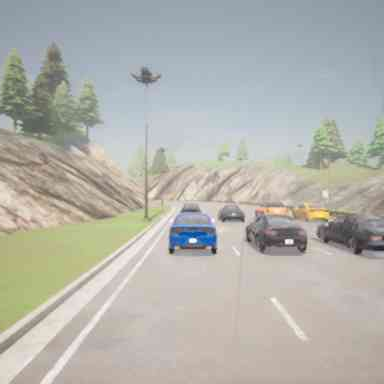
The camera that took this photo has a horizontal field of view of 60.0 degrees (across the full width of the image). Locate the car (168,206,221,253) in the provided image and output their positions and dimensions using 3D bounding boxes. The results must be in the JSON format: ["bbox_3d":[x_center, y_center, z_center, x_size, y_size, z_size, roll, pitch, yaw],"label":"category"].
[{"bbox_3d":[0.030,1.615,14.502,1.882,1.535,5.008,0,0,0],"label":"car"}]

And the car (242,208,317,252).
[{"bbox_3d":[3.529,1.662,14.400,1.812,1.442,4.674,0,0,0],"label":"car"}]

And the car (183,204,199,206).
[{"bbox_3d":[-0.095,1.783,29.260,1.837,1.490,4.892,0,0,0],"label":"car"}]

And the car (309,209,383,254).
[{"bbox_3d":[7.028,1.680,14.021,2.033,1.411,5.357,0,-1,0],"label":"car"}]

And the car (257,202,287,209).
[{"bbox_3d":[6.906,1.624,29.105,2.097,1.767,4.553,0,-1,0],"label":"car"}]

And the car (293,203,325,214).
[{"bbox_3d":[10.405,1.756,29.524,1.882,1.535,5.008,0,0,0],"label":"car"}]

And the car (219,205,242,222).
[{"bbox_3d":[3.405,1.840,29.277,1.994,1.385,4.181,0,0,0],"label":"car"}]
